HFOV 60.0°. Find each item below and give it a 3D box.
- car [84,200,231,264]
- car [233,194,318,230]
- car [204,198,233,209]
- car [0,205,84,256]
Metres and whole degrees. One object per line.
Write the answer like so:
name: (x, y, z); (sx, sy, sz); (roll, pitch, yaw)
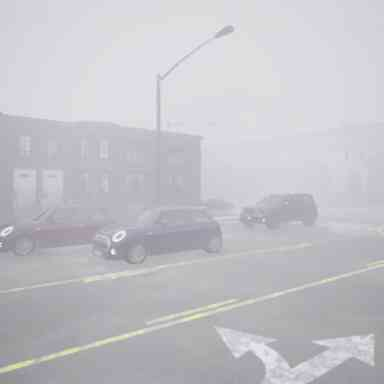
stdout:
car: (-1.126, 1.320, 11.766); (4.553, 1.767, 2.097); (0, 0, -35)
car: (5.536, 1.132, 20.736); (5.566, 2.045, 2.150); (0, 0, -35)
car: (2.106, 1.366, 35.037); (5.357, 1.411, 2.033); (3, -2, -39)
car: (-5.246, 1.333, 13.106); (4.553, 1.767, 2.097); (0, 0, -35)
